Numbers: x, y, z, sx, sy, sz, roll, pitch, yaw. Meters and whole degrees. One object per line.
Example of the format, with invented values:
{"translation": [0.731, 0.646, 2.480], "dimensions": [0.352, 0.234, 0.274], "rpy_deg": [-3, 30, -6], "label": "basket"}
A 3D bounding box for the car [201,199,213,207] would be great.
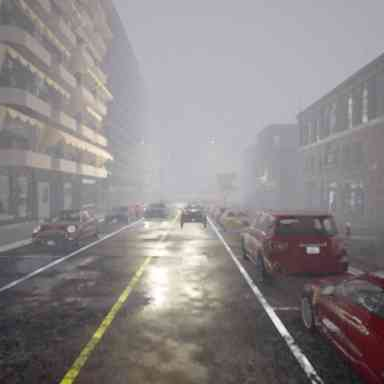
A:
{"translation": [2.679, 1.986, 60.842], "dimensions": [1.887, 1.381, 4.507], "rpy_deg": [-1, 0, 0], "label": "car"}

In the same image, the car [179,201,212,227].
{"translation": [0.098, 1.667, 24.401], "dimensions": [2.128, 1.511, 4.902], "rpy_deg": [0, 0, 0], "label": "car"}

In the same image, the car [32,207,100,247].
{"translation": [-5.707, 1.551, 15.453], "dimensions": [1.967, 1.590, 4.097], "rpy_deg": [-1, 0, 0], "label": "car"}

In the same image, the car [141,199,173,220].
{"translation": [-3.096, 1.696, 30.407], "dimensions": [1.882, 1.535, 5.008], "rpy_deg": [0, 0, 0], "label": "car"}

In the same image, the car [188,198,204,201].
{"translation": [0.100, 1.818, 45.197], "dimensions": [2.128, 1.511, 4.902], "rpy_deg": [0, 0, 0], "label": "car"}

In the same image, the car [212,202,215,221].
{"translation": [2.681, 1.774, 26.778], "dimensions": [1.802, 1.307, 4.206], "rpy_deg": [-1, 0, 0], "label": "car"}

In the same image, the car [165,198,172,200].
{"translation": [-5.701, 2.029, 66.548], "dimensions": [1.887, 1.381, 4.507], "rpy_deg": [-1, 0, 0], "label": "car"}

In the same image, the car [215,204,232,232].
{"translation": [2.680, 1.677, 21.272], "dimensions": [1.752, 1.417, 4.829], "rpy_deg": [-1, 0, 0], "label": "car"}

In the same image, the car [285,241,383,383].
{"translation": [2.681, 1.612, 4.069], "dimensions": [1.802, 1.307, 4.206], "rpy_deg": [-1, 0, 0], "label": "car"}

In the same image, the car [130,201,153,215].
{"translation": [-5.700, 1.826, 38.162], "dimensions": [2.008, 1.369, 4.403], "rpy_deg": [-1, 0, 0], "label": "car"}

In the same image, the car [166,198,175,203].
{"translation": [-5.701, 2.204, 89.256], "dimensions": [2.008, 1.369, 4.403], "rpy_deg": [-1, 0, 0], "label": "car"}

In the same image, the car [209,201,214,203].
{"translation": [2.680, 1.815, 32.456], "dimensions": [1.802, 1.307, 4.206], "rpy_deg": [-1, 0, 0], "label": "car"}

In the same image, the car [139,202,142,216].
{"translation": [-5.700, 1.778, 32.484], "dimensions": [1.887, 1.381, 4.507], "rpy_deg": [-1, 0, 0], "label": "car"}

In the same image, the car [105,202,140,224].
{"translation": [-5.700, 1.758, 26.806], "dimensions": [1.947, 1.339, 4.313], "rpy_deg": [-1, 0, 0], "label": "car"}

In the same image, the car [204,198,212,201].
{"translation": [2.680, 1.884, 49.658], "dimensions": [1.752, 1.417, 4.829], "rpy_deg": [-1, 0, 0], "label": "car"}

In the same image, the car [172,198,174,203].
{"translation": [-5.701, 2.134, 77.902], "dimensions": [1.947, 1.339, 4.313], "rpy_deg": [-1, 0, 0], "label": "car"}

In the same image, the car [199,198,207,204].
{"translation": [2.680, 2.192, 83.551], "dimensions": [1.802, 1.307, 4.206], "rpy_deg": [-1, 0, 0], "label": "car"}

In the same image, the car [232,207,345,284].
{"translation": [2.677, 1.385, 9.749], "dimensions": [2.192, 1.841, 5.009], "rpy_deg": [-1, 0, 0], "label": "car"}
